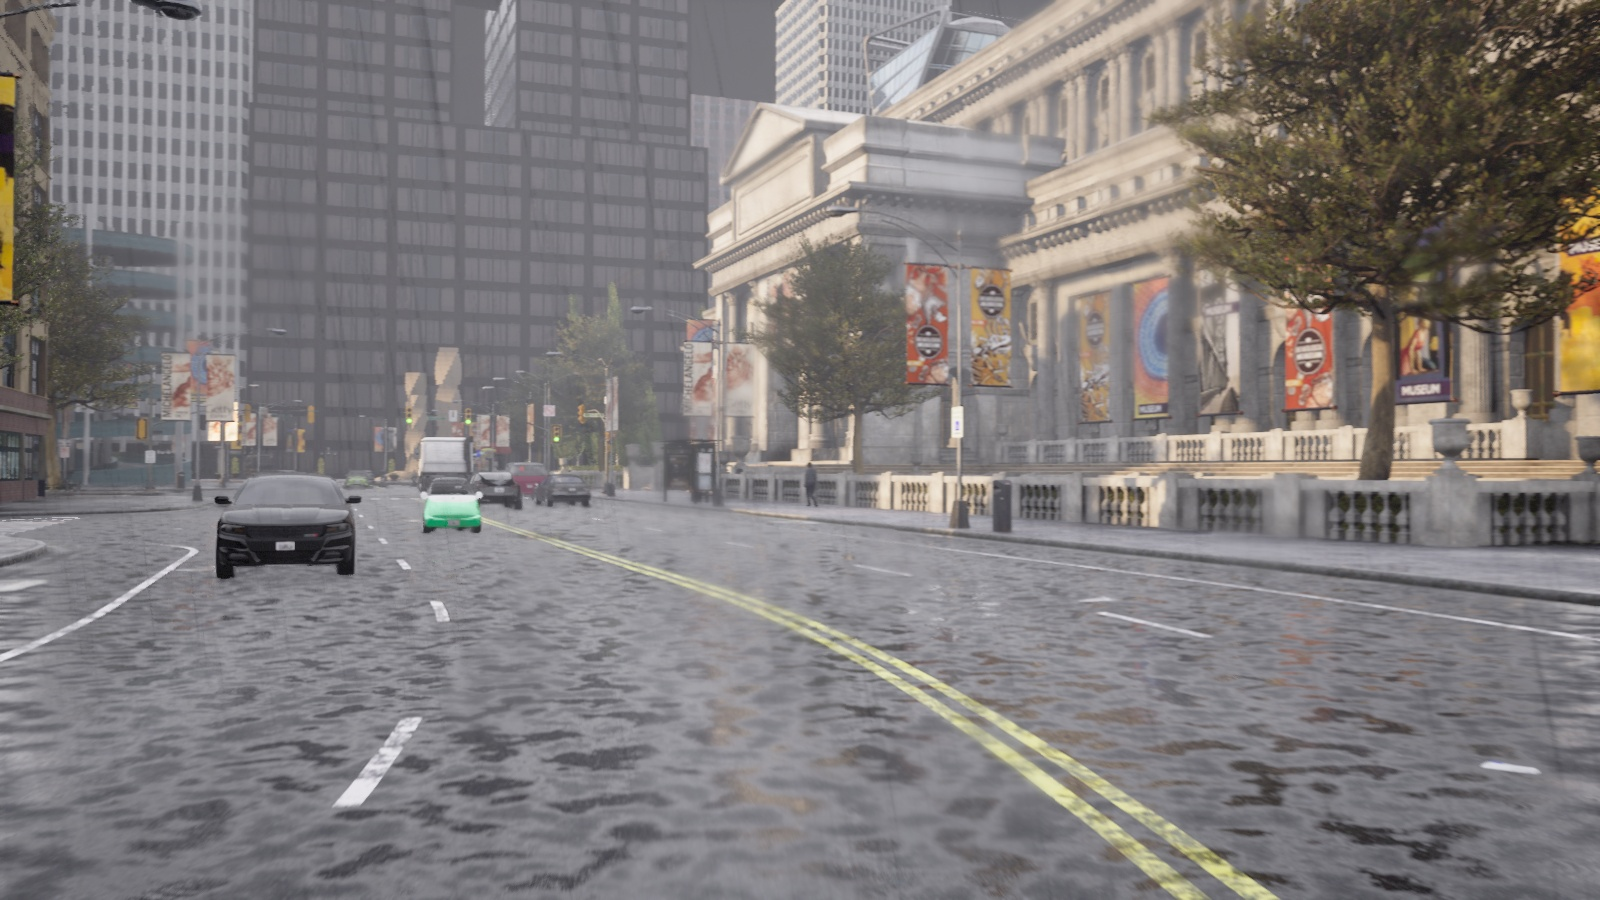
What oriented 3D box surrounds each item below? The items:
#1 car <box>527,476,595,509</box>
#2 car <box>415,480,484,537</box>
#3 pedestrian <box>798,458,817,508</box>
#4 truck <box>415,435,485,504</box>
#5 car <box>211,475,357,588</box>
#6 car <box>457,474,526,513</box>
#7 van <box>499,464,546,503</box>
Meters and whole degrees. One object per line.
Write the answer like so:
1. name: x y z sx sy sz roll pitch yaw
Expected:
1. car: -10.734 1.855 56.049 2.033 1.411 5.357 0 -1 -21
2. car: -8.839 1.443 31.602 1.481 1.376 2.207 0 -1 -21
3. pedestrian: 0.310 1.300 49.530 0.423 1.949 0.788 0 -1 -27
4. truck: -18.939 1.061 67.664 2.891 3.462 7.936 0 -1 -21
5. car: -8.041 1.164 19.806 1.882 1.535 5.008 0 -1 -21
6. car: -12.684 1.739 51.373 2.163 1.488 4.792 0 -1 -21
7. van: -14.728 1.754 66.459 1.775 1.987 4.442 0 -1 -21
